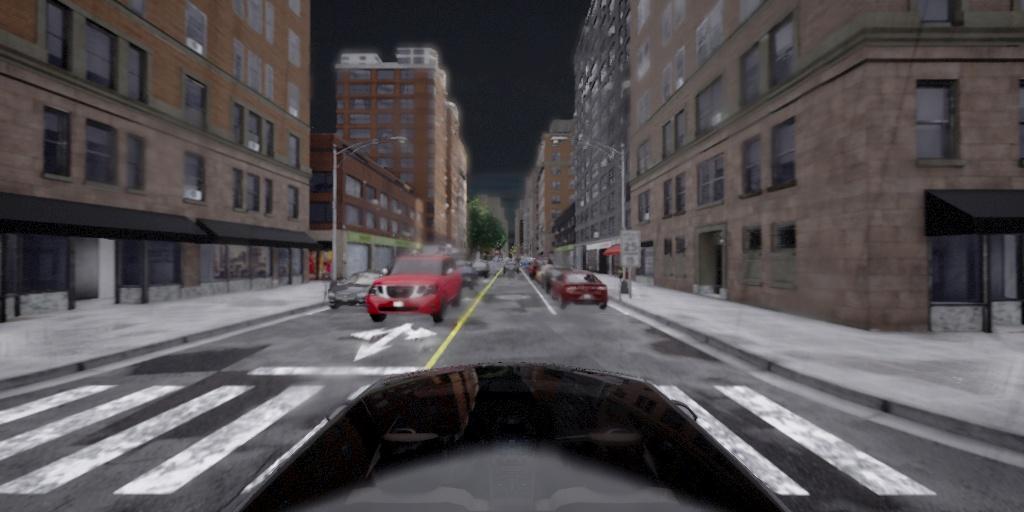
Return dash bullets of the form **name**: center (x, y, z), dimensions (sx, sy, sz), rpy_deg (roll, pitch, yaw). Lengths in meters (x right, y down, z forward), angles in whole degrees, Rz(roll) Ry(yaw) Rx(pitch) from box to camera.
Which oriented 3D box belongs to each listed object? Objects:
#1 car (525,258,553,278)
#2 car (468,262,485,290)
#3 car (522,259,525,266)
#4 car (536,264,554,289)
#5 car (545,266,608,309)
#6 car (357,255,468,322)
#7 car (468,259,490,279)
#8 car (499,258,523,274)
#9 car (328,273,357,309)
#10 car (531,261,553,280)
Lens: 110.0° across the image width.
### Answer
- **car**: center (2.609, 1.084, 31.322), dimensions (2.192, 1.841, 5.009), rpy_deg (0, 0, 0)
- **car**: center (-3.113, 1.309, 22.998), dimensions (2.033, 1.411, 5.357), rpy_deg (0, 0, 0)
- **car**: center (2.585, 1.230, 42.336), dimensions (1.967, 1.591, 4.097), rpy_deg (0, 0, 0)
- **car**: center (2.634, 1.321, 20.309), dimensions (1.948, 1.339, 4.313), rpy_deg (0, 0, 0)
- **car**: center (2.646, 1.296, 14.802), dimensions (1.888, 1.381, 4.507), rpy_deg (0, 0, 0)
- **car**: center (-3.117, 0.975, 12.669), dimensions (2.150, 2.045, 5.566), rpy_deg (0, 0, 0)
- **car**: center (-3.063, 1.253, 33.367), dimensions (1.882, 1.535, 5.008), rpy_deg (0, 0, 0)
- **car**: center (-0.084, 1.284, 42.510), dimensions (2.128, 1.511, 4.902), rpy_deg (0, 0, 0)
- **car**: center (-5.880, 1.307, 14.787), dimensions (2.007, 1.370, 4.403), rpy_deg (0, 0, 0)
- **car**: center (2.621, 1.286, 25.986), dimensions (1.751, 1.417, 4.829), rpy_deg (0, 0, 0)
